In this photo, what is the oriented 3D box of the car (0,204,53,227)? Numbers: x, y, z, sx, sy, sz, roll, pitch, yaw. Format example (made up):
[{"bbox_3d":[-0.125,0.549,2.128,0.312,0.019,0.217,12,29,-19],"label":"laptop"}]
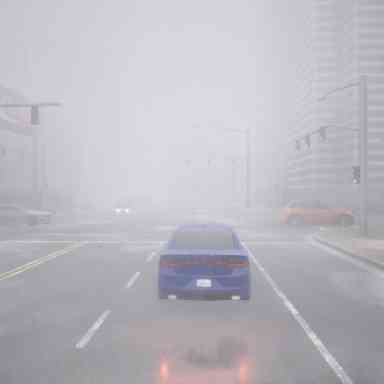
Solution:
[{"bbox_3d":[-11.861,1.526,22.420,4.674,1.442,1.812,0,0,1],"label":"car"}]

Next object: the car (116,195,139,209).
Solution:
[{"bbox_3d":[-9.143,1.564,46.176,1.994,1.385,4.181,0,0,2],"label":"car"}]

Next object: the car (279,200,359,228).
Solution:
[{"bbox_3d":[8.162,1.352,21.876,4.553,1.767,2.097,0,0,2],"label":"car"}]

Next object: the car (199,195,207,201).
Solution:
[{"bbox_3d":[2.762,1.524,86.201,1.812,1.442,4.674,0,0,2],"label":"car"}]

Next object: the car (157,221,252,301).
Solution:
[{"bbox_3d":[0.308,1.478,8.424,1.882,1.535,5.008,0,0,2],"label":"car"}]

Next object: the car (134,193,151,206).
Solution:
[{"bbox_3d":[-8.831,1.221,55.520,2.150,2.045,5.566,0,0,2],"label":"car"}]

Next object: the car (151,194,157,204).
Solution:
[{"bbox_3d":[-8.421,1.547,66.200,2.033,1.411,5.357,0,0,3],"label":"car"}]

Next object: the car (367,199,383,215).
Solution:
[{"bbox_3d":[17.226,1.505,32.333,4.892,1.490,1.837,0,0,2],"label":"car"}]
